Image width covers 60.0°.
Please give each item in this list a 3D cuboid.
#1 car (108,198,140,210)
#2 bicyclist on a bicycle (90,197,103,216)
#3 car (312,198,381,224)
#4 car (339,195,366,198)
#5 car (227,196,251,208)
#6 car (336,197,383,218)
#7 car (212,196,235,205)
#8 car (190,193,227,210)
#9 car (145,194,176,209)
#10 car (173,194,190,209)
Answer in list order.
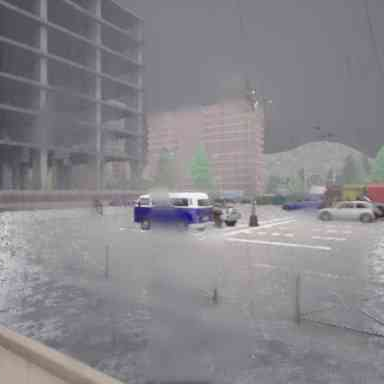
[{"bbox_3d":[-10.354,1.525,49.438,1.994,1.385,4.181,0,0,35],"label":"car"},{"bbox_3d":[-7.966,1.258,27.781,1.656,1.620,0.582,0,0,35],"label":"bicyclist on a bicycle"},{"bbox_3d":[10.774,1.399,23.249,3.806,1.475,1.970,0,0,36],"label":"car"},{"bbox_3d":[13.991,1.157,27.807,4.605,1.855,1.932,0,0,36],"label":"car"},{"bbox_3d":[8.642,1.450,57.930,2.128,1.511,4.902,0,0,35],"label":"car"},{"bbox_3d":[12.465,1.367,25.599,3.905,1.438,1.784,0,0,36],"label":"car"},{"bbox_3d":[5.787,1.437,59.954,1.882,1.535,5.008,0,0,35],"label":"car"},{"bbox_3d":[2.518,1.178,49.221,2.150,2.045,5.566,0,0,36],"label":"car"},{"bbox_3d":[-4.319,1.508,51.867,2.033,1.411,5.357,0,0,36],"label":"car"},{"bbox_3d":[-0.156,1.450,51.487,2.128,1.511,4.902,0,0,36],"label":"car"}]
